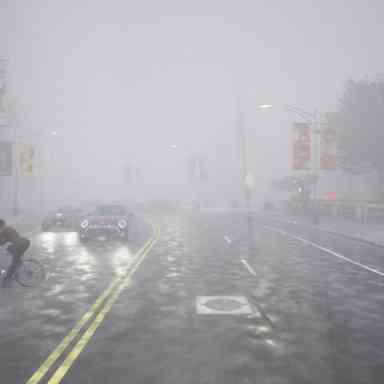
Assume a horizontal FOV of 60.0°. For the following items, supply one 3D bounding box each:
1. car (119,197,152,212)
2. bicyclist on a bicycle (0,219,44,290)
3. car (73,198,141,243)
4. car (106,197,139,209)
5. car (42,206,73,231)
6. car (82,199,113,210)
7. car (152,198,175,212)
[{"bbox_3d":[-6.616,1.526,37.191,1.812,1.442,4.674,0,0,-32],"label":"car"},{"bbox_3d":[-4.265,1.455,7.708,1.656,1.620,0.582,-2,0,-1],"label":"bicyclist on a bicycle"},{"bbox_3d":[-3.860,1.352,16.017,2.097,1.767,4.553,0,0,-3],"label":"car"},{"bbox_3d":[-9.807,1.491,46.661,2.128,1.511,4.902,0,0,-45],"label":"car"},{"bbox_3d":[-7.638,1.564,20.364,1.994,1.385,4.181,0,0,-8],"label":"car"},{"bbox_3d":[-12.773,1.601,44.732,4.718,1.301,1.895,0,0,44],"label":"car"},{"bbox_3d":[-3.717,1.505,38.958,1.837,1.490,4.892,0,0,-31],"label":"car"}]
